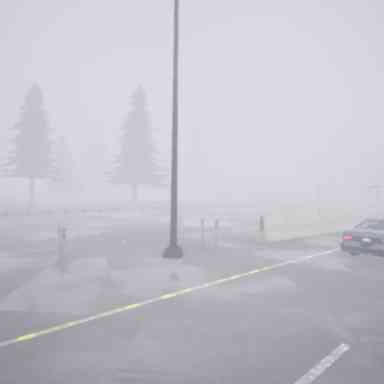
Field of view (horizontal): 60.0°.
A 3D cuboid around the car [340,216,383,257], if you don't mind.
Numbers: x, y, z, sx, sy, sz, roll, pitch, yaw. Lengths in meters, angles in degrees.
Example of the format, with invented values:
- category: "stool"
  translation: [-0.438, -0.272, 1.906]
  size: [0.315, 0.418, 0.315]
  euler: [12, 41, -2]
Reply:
- category: "car"
  translation: [7.359, 1.588, 12.205]
  size: [5.357, 1.411, 2.033]
  euler: [0, 0, -43]
